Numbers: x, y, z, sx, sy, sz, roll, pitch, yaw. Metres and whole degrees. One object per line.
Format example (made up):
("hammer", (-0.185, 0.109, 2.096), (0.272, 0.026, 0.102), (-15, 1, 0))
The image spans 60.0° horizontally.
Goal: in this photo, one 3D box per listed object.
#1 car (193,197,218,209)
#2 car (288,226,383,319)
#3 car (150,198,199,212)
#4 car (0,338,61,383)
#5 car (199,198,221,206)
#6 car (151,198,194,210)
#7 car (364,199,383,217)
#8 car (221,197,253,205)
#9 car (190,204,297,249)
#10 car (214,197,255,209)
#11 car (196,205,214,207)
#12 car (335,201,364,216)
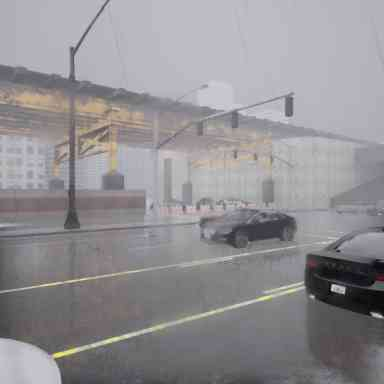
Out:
("car", (1.697, 1.295, 39.992), (1.853, 1.218, 4.536), (0, 0, 18))
("car", (4.464, 1.478, 7.030), (5.008, 1.535, 1.882), (0, 0, -36))
("car", (-2.039, 1.453, 37.225), (4.974, 1.542, 2.038), (0, 0, 8))
("car", (-3.059, 1.526, 1.555), (4.674, 1.442, 1.812), (0, 0, -36))
("car", (1.682, 1.453, 39.943), (2.038, 1.542, 4.974), (0, 0, 18))
("car", (-2.091, 1.295, 37.231), (4.536, 1.218, 1.853), (0, 0, 8))
("car", (17.746, 1.351, 29.952), (4.553, 1.767, 2.097), (0, 0, -42))
("car", (5.507, 1.295, 43.730), (4.536, 1.218, 1.853), (0, 0, -7))
("car", (2.594, 1.491, 14.565), (4.902, 1.511, 2.128), (0, 0, -36))
("car", (5.558, 1.453, 43.737), (4.974, 1.542, 2.038), (0, 0, -7))
("car", (2.689, 1.601, 18.851), (4.718, 1.301, 1.895), (0, 0, -36))
("car", (16.153, 1.601, 33.228), (4.718, 1.301, 1.895), (0, 0, -42))
